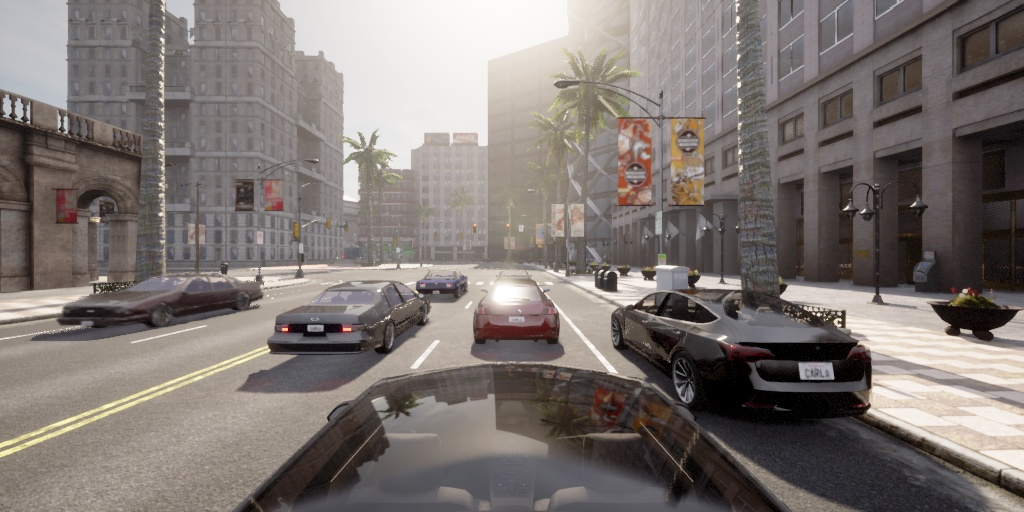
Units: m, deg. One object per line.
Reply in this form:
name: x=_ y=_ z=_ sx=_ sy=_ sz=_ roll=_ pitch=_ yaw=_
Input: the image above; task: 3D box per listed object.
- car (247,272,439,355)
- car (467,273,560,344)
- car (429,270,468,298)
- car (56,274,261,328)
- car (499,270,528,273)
car: x=-3.406 y=1.297 z=8.725 sx=2.033 sy=1.411 sz=5.357 roll=0 pitch=0 yaw=0
car: x=0.096 y=1.314 z=9.610 sx=1.994 sy=1.385 sz=4.181 roll=0 pitch=0 yaw=0
car: x=-3.410 y=1.351 z=18.374 sx=1.895 sy=1.301 sz=4.718 roll=0 pitch=0 yaw=0
car: x=-10.579 y=1.298 z=11.599 sx=2.033 sy=1.411 sz=5.357 roll=0 pitch=0 yaw=0
car: x=0.090 y=1.351 z=18.418 sx=1.895 sy=1.301 sz=4.718 roll=0 pitch=0 yaw=0
